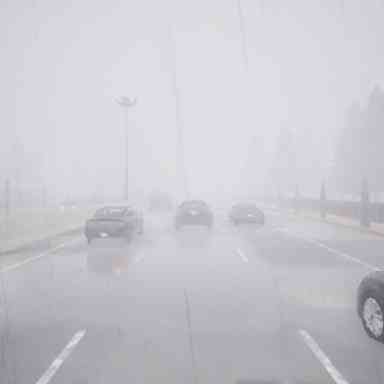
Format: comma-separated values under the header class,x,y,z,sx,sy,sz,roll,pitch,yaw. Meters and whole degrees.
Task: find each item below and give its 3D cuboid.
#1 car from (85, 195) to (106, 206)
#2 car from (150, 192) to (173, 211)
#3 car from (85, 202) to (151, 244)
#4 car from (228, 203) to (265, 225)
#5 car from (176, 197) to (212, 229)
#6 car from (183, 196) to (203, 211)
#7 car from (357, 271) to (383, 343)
class,x,y,z,sx,sy,sz,roll,pitch,yaw
car,-14.533,1.249,50.347,2.128,1.511,4.902,0,0,-6
car,-3.393,1.010,36.812,2.150,2.045,5.566,0,-1,0
car,-3.395,1.406,15.250,2.128,1.511,4.902,0,0,0
car,3.609,1.438,22.631,1.994,1.385,4.181,0,0,0
car,0.107,1.238,20.672,2.097,1.767,4.553,0,0,0
car,0.095,1.278,38.167,2.128,1.511,4.902,0,0,-1
car,3.601,1.484,3.491,1.837,1.490,4.892,0,0,0
